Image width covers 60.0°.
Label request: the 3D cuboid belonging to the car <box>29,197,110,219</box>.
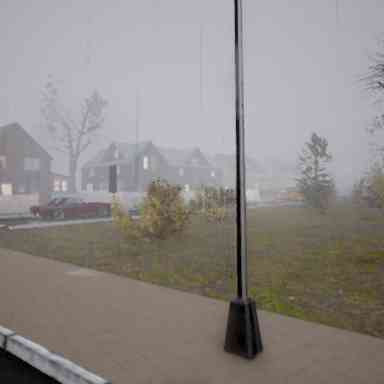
[{"bbox_3d":[-7.490,0.985,21.025,1.895,1.301,4.718,-1,0,43],"label":"car"}]

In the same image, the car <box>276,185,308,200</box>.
[{"bbox_3d":[14.680,0.094,48.420,2.150,2.045,5.566,-1,0,43],"label":"car"}]

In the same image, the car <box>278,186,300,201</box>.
[{"bbox_3d":[13.225,0.386,42.813,1.882,1.535,5.008,-1,0,44],"label":"car"}]
